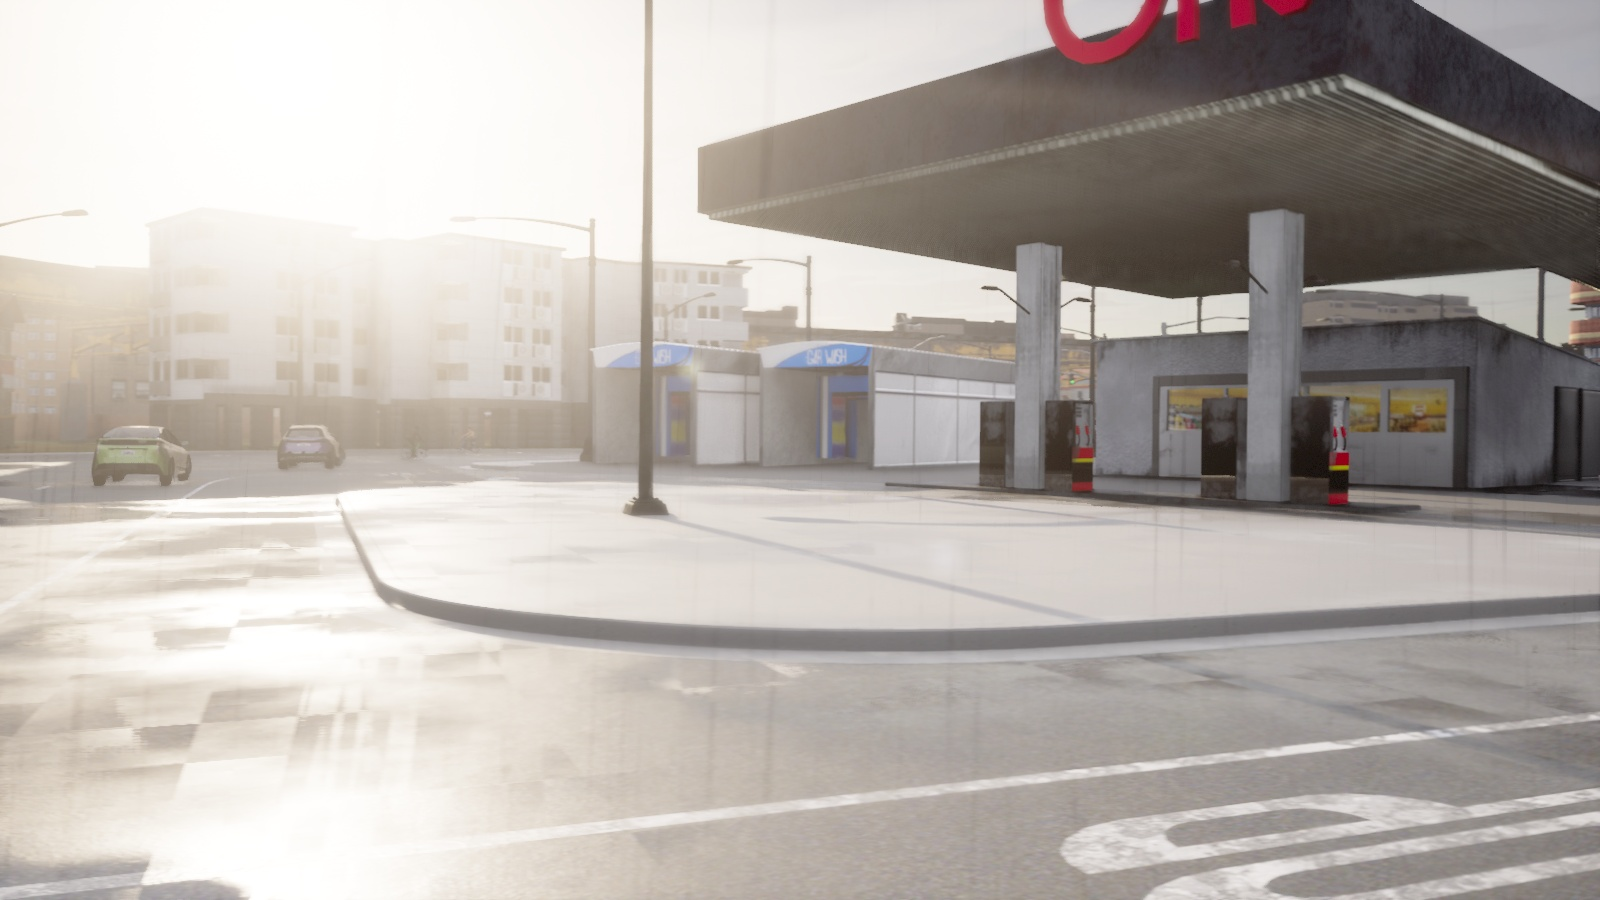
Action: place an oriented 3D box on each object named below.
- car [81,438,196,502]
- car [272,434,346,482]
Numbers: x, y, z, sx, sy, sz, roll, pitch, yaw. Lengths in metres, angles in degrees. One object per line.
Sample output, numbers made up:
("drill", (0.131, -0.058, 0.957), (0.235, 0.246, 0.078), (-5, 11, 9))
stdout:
("car", (-17.510, 0.470, 33.462), (2.007, 1.525, 4.514), (-1, 1, -19))
("car", (-18.463, 0.255, 47.384), (2.033, 1.649, 4.856), (-2, 1, -15))
